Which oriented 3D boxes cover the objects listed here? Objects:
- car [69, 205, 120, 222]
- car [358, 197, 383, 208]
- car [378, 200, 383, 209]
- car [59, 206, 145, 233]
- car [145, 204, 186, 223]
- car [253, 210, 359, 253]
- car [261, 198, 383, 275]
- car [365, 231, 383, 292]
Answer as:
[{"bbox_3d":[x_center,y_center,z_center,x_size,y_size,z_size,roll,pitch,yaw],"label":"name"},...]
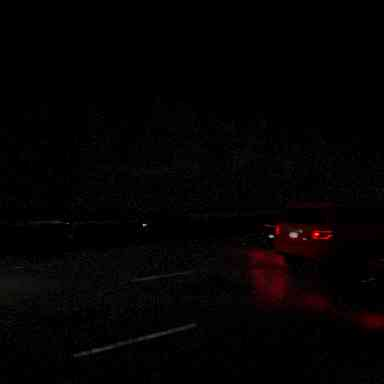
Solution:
[{"bbox_3d":[-9.164,2.013,31.316,4.181,1.385,1.994,0,-1,-33],"label":"car"},{"bbox_3d":[31.024,1.822,57.658,4.553,1.767,2.097,0,-1,-33],"label":"car"},{"bbox_3d":[32.547,1.990,54.494,4.181,1.385,1.994,0,-1,-33],"label":"car"},{"bbox_3d":[-5.780,1.812,20.976,4.892,1.490,1.837,1,-1,-33],"label":"car"},{"bbox_3d":[-3.312,1.863,26.789,4.902,1.511,2.128,0,-1,-33],"label":"car"},{"bbox_3d":[5.387,1.688,15.515,4.902,1.511,2.128,0,-1,-33],"label":"car"},{"bbox_3d":[5.203,1.366,11.223,5.566,2.045,2.150,0,-1,-34],"label":"car"},{"bbox_3d":[6.173,1.659,7.654,4.181,1.385,1.994,0,-1,-33],"label":"car"}]
